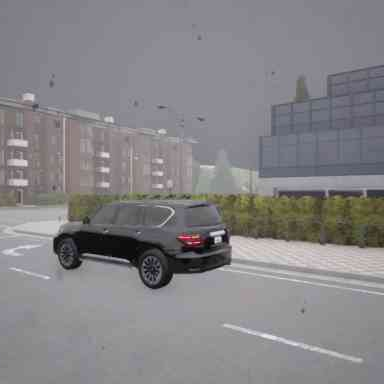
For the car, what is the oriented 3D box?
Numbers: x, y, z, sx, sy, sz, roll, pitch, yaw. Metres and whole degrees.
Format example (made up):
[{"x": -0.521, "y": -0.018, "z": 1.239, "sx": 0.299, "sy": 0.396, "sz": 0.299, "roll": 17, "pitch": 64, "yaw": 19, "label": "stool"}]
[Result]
[{"x": -1.573, "y": 1.221, "z": 9.401, "sx": 5.566, "sy": 2.045, "sz": 2.150, "roll": 0, "pitch": 0, "yaw": 35, "label": "car"}]
